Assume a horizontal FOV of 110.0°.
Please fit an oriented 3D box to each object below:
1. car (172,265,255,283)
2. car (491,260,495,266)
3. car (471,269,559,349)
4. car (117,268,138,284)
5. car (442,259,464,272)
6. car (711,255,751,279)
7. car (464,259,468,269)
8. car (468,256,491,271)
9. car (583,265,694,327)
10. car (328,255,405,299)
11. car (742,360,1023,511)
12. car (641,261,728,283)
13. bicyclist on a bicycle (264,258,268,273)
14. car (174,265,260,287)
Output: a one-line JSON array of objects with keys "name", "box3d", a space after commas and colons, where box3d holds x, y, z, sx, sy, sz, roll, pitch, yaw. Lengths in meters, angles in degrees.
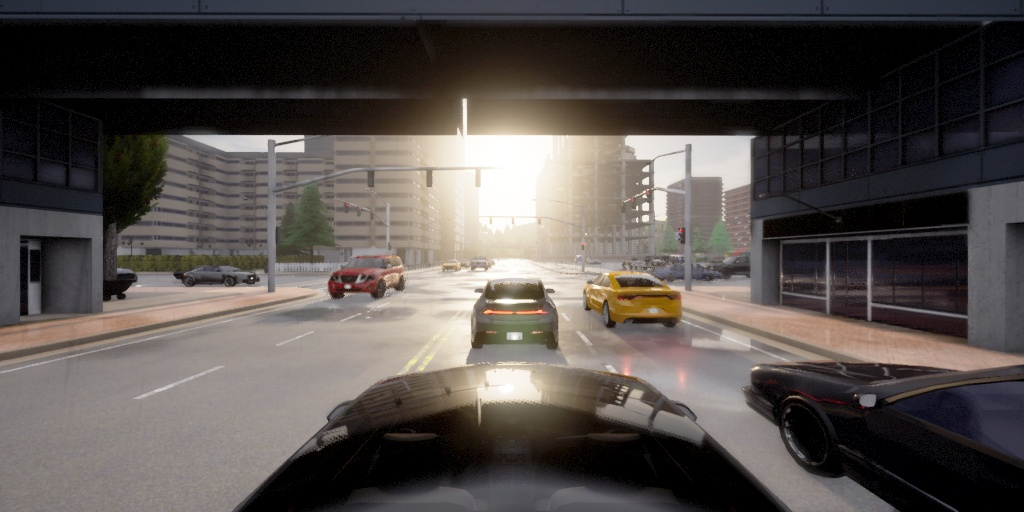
[{"name": "car", "box3d": [-22.750, 1.351, 27.439, 4.718, 1.301, 1.895, 0, 0, 0]}, {"name": "car", "box3d": [-4.555, 1.241, 61.977, 2.128, 1.511, 4.902, 0, 0, 0]}, {"name": "car", "box3d": [0.066, 1.255, 9.143, 1.837, 1.490, 4.892, 0, 0, 0]}, {"name": "car", "box3d": [-27.983, 1.102, 23.919, 4.553, 1.767, 2.097, 0, 0, 0]}, {"name": "car", "box3d": [-7.990, 1.227, 47.676, 1.882, 1.535, 5.008, 0, 0, 0]}, {"name": "car", "box3d": [19.904, 0.971, 31.375, 5.566, 2.045, 2.150, 0, 0, 1]}, {"name": "car", "box3d": [-8.043, 1.227, 57.807, 1.882, 1.535, 5.008, 0, 0, 0]}, {"name": "car", "box3d": [-4.506, 0.971, 50.558, 2.150, 2.045, 5.566, 0, 0, 0]}, {"name": "car", "box3d": [3.578, 1.228, 11.513, 1.882, 1.535, 5.008, 0, 0, 0]}, {"name": "car", "box3d": [-7.129, 0.971, 18.285, 2.150, 2.045, 5.566, 0, 0, 0]}, {"name": "car", "box3d": [3.600, 1.297, 1.687, 2.033, 1.411, 5.357, 0, 0, 0]}, {"name": "car", "box3d": [13.188, 1.297, 27.645, 5.357, 1.411, 2.033, 0, 0, -1]}, {"name": "bicyclist on a bicycle", "box3d": [-25.995, 1.050, 38.409, 0.582, 1.620, 1.656, 0, 0, 0]}, {"name": "car", "box3d": [-19.376, 1.314, 23.959, 4.181, 1.385, 1.994, 0, 0, 0]}]
